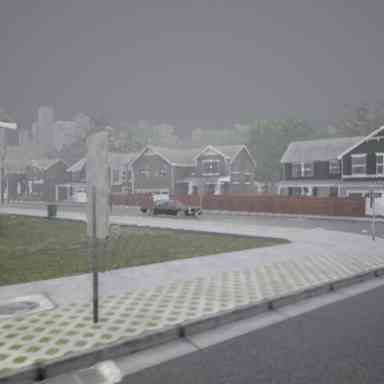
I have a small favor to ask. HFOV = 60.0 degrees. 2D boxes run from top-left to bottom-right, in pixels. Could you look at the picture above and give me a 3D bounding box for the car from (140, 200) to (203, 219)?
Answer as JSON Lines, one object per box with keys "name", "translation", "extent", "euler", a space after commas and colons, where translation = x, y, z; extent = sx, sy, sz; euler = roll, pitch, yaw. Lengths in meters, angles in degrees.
{"name": "car", "translation": [-1.521, 1.272, 24.697], "extent": [4.718, 1.301, 1.895], "euler": [1, 1, 34]}
